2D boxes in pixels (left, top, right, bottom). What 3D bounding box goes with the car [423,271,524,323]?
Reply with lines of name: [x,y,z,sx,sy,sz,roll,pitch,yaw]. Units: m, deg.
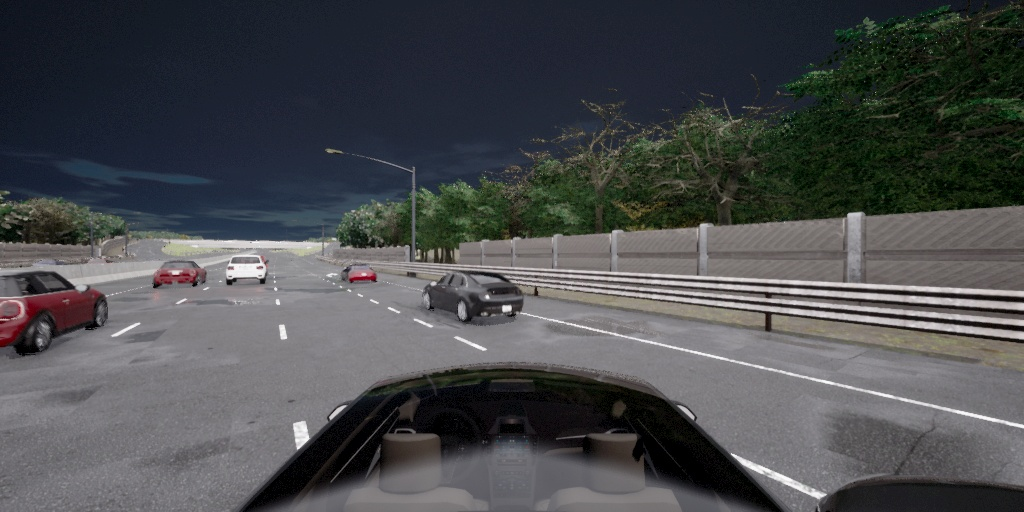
car: [-1.505,1.252,12.296,1.837,1.490,4.892,0,0,-34]

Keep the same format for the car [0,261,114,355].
car: [-11.337,1.098,8.092,2.097,1.767,4.553,0,0,-34]

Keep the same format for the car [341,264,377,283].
car: [-11.846,1.299,27.644,1.994,1.385,4.181,0,0,-34]

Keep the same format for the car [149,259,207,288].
car: [-22.002,1.084,23.932,2.097,1.767,4.553,0,0,-34]

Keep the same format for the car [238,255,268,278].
car: [-25.248,0.941,35.095,2.150,2.045,5.566,0,0,-34]

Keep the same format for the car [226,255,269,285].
car: [-19.260,0.953,26.134,2.150,2.045,5.566,0,0,-34]

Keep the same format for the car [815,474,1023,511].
car: [2.986,1.315,0.374,4.181,1.385,1.994,0,0,34]
